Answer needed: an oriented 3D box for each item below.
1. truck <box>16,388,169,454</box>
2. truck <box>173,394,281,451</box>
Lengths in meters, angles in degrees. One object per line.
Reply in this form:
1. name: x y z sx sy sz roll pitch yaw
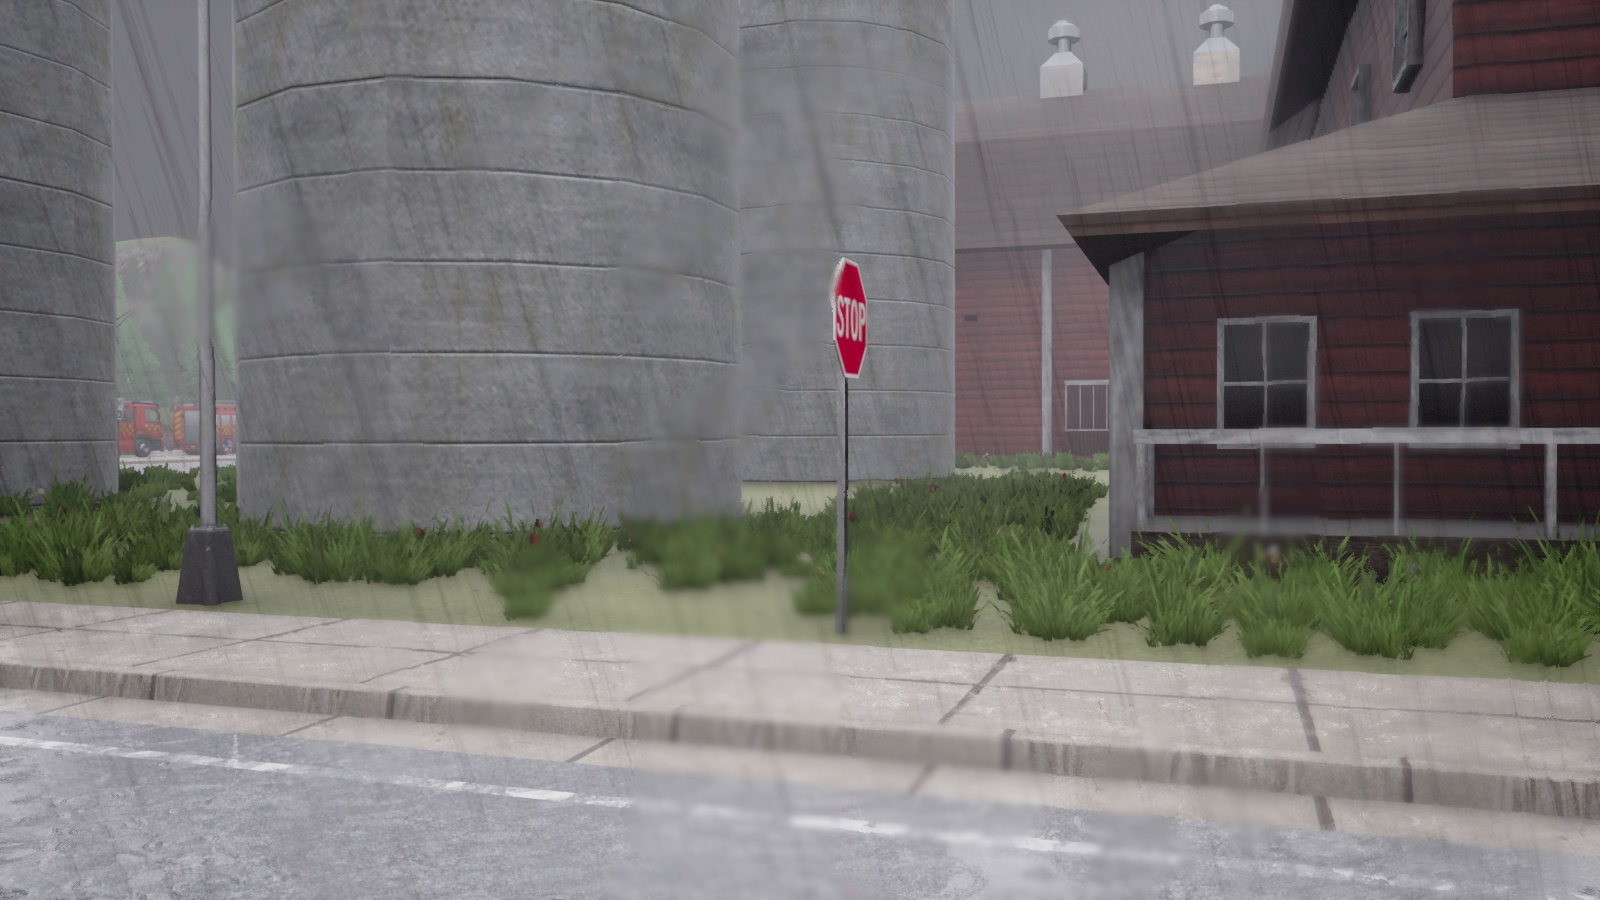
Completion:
1. truck: -43.146 -1.732 76.966 2.891 3.827 8.468 1 1 18
2. truck: -40.253 -1.908 88.614 2.891 3.827 8.468 0 1 7
